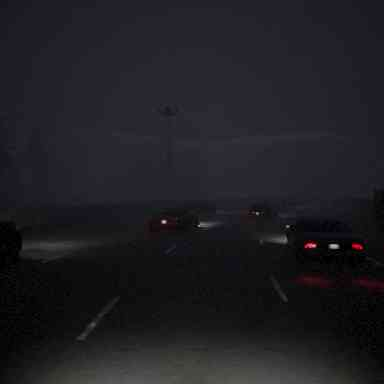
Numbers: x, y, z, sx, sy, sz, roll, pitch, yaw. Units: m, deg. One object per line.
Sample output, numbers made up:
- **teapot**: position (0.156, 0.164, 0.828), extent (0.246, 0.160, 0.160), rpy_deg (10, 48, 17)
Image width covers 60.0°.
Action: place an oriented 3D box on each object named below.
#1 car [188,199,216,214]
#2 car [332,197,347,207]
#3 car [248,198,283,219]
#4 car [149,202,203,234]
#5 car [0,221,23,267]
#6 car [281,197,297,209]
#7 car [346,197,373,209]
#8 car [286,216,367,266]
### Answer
- **car**: position (0.777, 1.439, 32.813), extent (1.882, 1.535, 5.008), rpy_deg (-1, 0, 28)
- **car**: position (22.618, 1.491, 49.409), extent (4.892, 1.490, 1.837), rpy_deg (0, -1, -39)
- **car**: position (6.288, 1.483, 28.963), extent (1.837, 1.490, 4.892), rpy_deg (-1, -1, 25)
- **car**: position (-0.954, 1.538, 19.431), extent (1.994, 1.385, 4.181), rpy_deg (0, 0, 15)
- **car**: position (-6.624, 1.198, 8.214), extent (2.150, 2.045, 5.566), rpy_deg (0, 0, 5)
- **car**: position (12.188, 1.463, 43.880), extent (2.128, 1.511, 4.902), rpy_deg (0, 0, 41)
- **car**: position (23.555, 1.498, 45.683), extent (4.892, 1.490, 1.837), rpy_deg (0, -1, -41)
- **car**: position (4.398, 1.542, 11.587), extent (2.033, 1.411, 5.357), rpy_deg (0, 0, 12)
